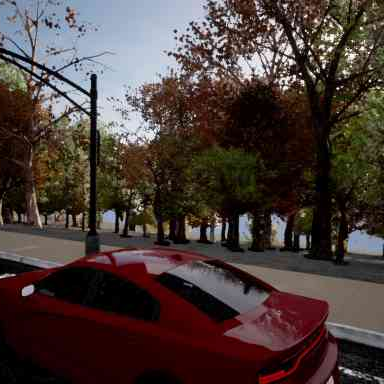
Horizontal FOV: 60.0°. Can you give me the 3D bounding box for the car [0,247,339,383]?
[{"bbox_3d":[-0.849,1.477,4.283,5.008,1.535,1.882,0,0,35],"label":"car"}]
